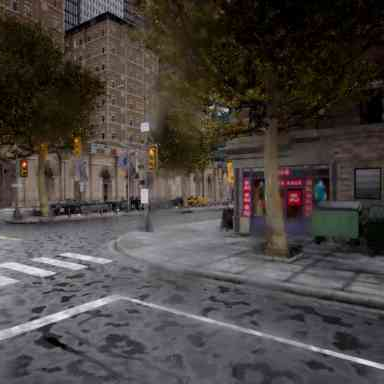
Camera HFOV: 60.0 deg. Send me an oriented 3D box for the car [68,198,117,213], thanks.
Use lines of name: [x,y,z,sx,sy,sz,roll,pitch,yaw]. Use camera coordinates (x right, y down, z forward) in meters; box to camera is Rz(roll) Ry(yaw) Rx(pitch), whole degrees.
car: [-10.663,1.564,35.893,1.994,1.385,4.181,0,0,36]

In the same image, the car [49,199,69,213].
car: [-13.845,1.505,37.466,1.837,1.490,4.892,0,0,36]

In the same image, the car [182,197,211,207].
car: [1.077,1.478,52.106,1.882,1.535,5.008,0,0,36]

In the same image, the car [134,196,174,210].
car: [-4.932,1.505,43.818,1.837,1.490,4.892,0,0,36]

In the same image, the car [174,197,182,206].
car: [-1.780,1.478,54.134,1.882,1.535,5.008,0,0,36]

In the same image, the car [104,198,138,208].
car: [-10.172,1.595,47.925,1.895,1.301,4.718,0,0,36]

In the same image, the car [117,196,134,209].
car: [-7.899,1.352,45.690,2.097,1.767,4.553,0,0,36]
